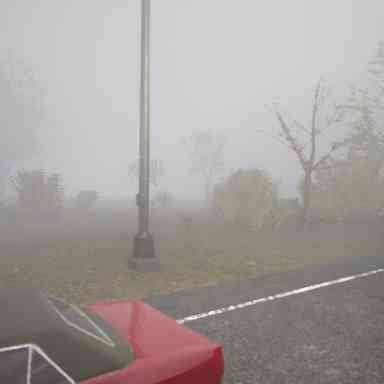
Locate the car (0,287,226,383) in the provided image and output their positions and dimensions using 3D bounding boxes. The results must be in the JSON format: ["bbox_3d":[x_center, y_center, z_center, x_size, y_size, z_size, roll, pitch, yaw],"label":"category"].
[{"bbox_3d":[-2.100,1.597,2.473,4.718,1.301,1.895,1,0,-35],"label":"car"}]
